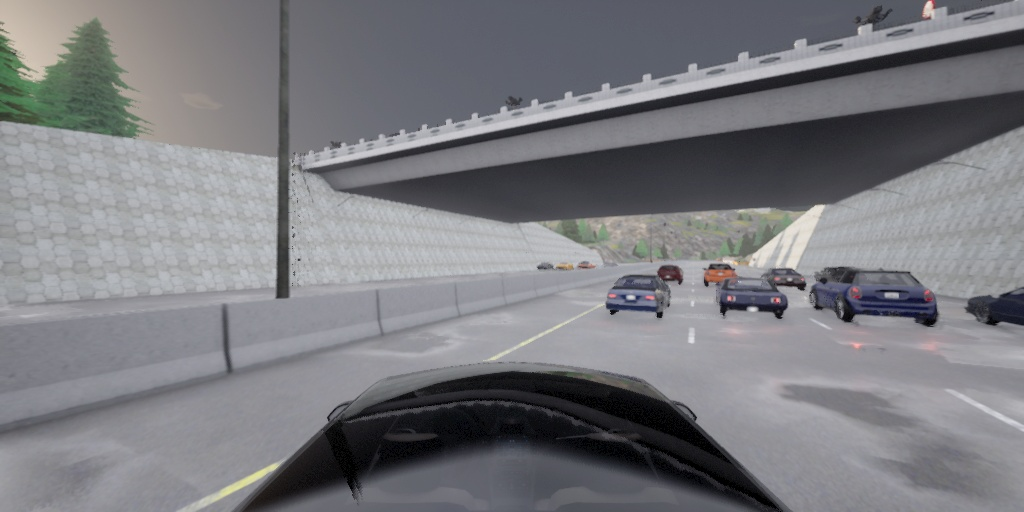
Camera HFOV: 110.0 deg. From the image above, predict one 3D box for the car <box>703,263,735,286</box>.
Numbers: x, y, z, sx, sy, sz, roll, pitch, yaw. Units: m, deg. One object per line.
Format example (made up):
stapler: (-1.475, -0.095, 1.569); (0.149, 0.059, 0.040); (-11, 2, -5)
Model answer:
car: (15.832, 1.320, 27.434); (2.097, 1.767, 4.553); (0, -1, 27)

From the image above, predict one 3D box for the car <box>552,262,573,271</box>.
car: (8.966, 1.705, 60.564); (1.882, 1.535, 5.008); (0, -1, 27)

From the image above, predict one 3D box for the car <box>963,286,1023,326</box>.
car: (14.339, 1.369, 9.032); (2.033, 1.411, 5.357); (0, 0, 27)

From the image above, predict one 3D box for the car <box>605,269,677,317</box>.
car: (4.970, 1.398, 13.773); (2.033, 1.411, 5.357); (0, 0, 27)

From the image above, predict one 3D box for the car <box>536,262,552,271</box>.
car: (5.849, 1.742, 62.138); (1.837, 1.490, 4.892); (0, -1, 27)

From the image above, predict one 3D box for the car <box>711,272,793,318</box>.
car: (8.815, 1.453, 13.585); (1.895, 1.301, 4.718); (0, 0, 27)

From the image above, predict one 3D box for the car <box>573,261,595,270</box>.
car: (12.154, 1.571, 59.116); (2.097, 1.767, 4.553); (0, -1, 27)

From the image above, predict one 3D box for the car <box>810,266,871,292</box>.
car: (22.131, 1.456, 24.378); (1.837, 1.490, 4.892); (0, 0, 27)

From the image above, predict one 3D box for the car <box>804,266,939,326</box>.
car: (12.173, 1.198, 12.455); (2.097, 1.767, 4.553); (0, -1, 27)

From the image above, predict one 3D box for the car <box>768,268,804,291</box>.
car: (18.012, 1.491, 24.036); (2.033, 1.411, 5.357); (0, 0, 27)

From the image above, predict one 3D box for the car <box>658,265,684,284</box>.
car: (13.296, 1.466, 30.152); (1.882, 1.535, 5.008); (0, 0, 27)

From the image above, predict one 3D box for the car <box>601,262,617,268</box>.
car: (16.063, 1.713, 59.065); (2.128, 1.511, 4.902); (0, 0, 27)
